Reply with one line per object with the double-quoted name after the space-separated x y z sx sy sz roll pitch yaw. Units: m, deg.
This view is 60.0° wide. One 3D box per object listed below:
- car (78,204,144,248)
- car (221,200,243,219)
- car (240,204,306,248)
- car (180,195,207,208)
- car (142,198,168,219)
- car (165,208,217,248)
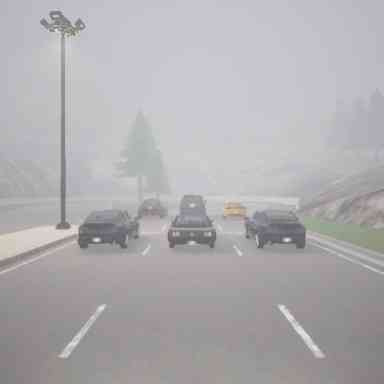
-3.500 1.513 14.650 1.837 1.490 4.892 0 0 0 "car"
3.628 1.482 29.325 1.882 1.535 5.008 0 0 2 "car"
3.500 1.514 14.650 1.837 1.490 4.892 0 0 0 "car"
0.131 1.255 29.484 2.150 2.045 5.566 0 0 2 "car"
-3.369 1.363 29.554 2.097 1.767 4.553 0 0 2 "car"
0.000 1.613 14.680 1.895 1.301 4.718 0 0 0 "car"
